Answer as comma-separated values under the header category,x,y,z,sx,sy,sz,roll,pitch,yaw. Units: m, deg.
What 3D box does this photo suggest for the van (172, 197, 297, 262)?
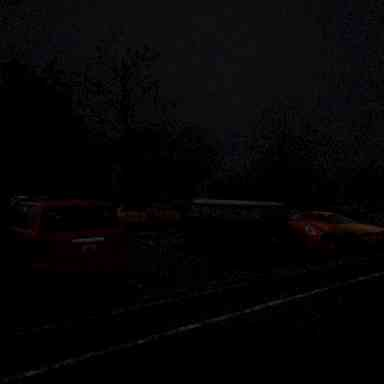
category,x,y,z,sx,sy,sz,roll,pitch,yaw
van,1.360,1.280,12.402,1.878,1.987,4.442,1,0,-36

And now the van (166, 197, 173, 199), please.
category,x,y,z,sx,sy,sz,roll,pitch,yaw
van,-0.340,1.375,26.024,1.878,1.987,4.442,1,-1,-36

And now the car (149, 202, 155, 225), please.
category,x,y,z,sx,sy,sz,roll,pitch,yaw
car,-4.941,1.516,23.072,1.946,1.575,5.366,1,0,-36

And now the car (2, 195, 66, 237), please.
category,x,y,z,sx,sy,sz,roll,pitch,yaw
car,-9.447,1.210,19.550,2.435,2.045,5.566,0,0,-36

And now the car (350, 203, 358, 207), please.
category,x,y,z,sx,sy,sz,roll,pitch,yaw
car,16.451,2.189,38.270,2.002,1.452,4.674,2,-1,-36

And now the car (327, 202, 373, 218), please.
category,x,y,z,sx,sy,sz,roll,pitch,yaw
car,18.997,2.127,40.166,2.185,1.767,4.553,2,-1,-36

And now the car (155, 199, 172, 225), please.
category,x,y,z,sx,sy,sz,roll,pitch,yaw
car,-2.784,1.552,24.630,1.946,1.575,5.366,1,-1,-36

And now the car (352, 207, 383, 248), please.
category,x,y,z,sx,sy,sz,roll,pitch,yaw
car,6.359,1.586,15.645,1.946,1.575,5.366,1,-1,-36

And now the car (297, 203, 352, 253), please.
category,x,y,z,sx,sy,sz,roll,pitch,yaw
car,3.870,1.417,14.112,2.185,1.767,4.553,1,-1,-36

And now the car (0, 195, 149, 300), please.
category,x,y,z,sx,sy,sz,roll,pitch,yaw
car,-3.603,1.200,8.698,2.435,2.045,5.566,1,0,-36
